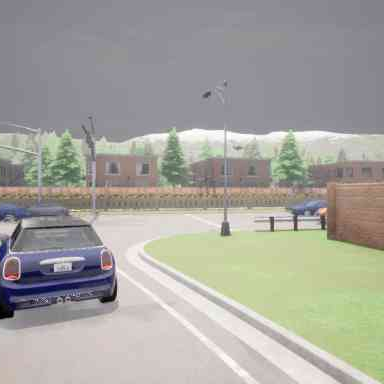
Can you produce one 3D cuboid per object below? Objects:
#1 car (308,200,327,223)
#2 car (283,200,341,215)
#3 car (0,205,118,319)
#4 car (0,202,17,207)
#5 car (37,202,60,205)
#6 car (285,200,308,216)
[{"bbox_3d":[10.791,1.352,22.976,4.553,1.767,2.097,0,0,-14],"label":"car"},{"bbox_3d":[12.309,1.547,34.158,5.357,1.411,2.033,0,0,-14],"label":"car"},{"bbox_3d":[-3.299,1.352,7.757,2.097,1.767,4.553,0,0,-28],"label":"car"},{"bbox_3d":[-14.505,1.477,23.995,5.008,1.535,1.882,0,0,-14],"label":"car"},{"bbox_3d":[-12.507,1.564,28.088,4.181,1.385,1.994,0,0,-14],"label":"car"},{"bbox_3d":[11.428,1.478,30.340,5.008,1.535,1.882,0,0,-14],"label":"car"}]
